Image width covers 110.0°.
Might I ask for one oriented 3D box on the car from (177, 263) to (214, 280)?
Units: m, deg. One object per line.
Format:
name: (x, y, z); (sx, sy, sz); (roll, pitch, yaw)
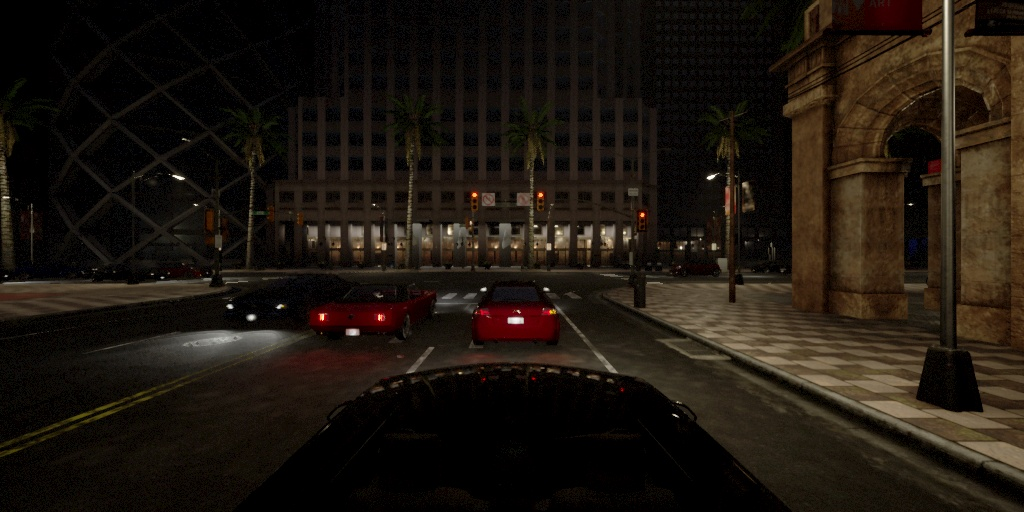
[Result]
car: (-28.586, 1.314, 31.202); (4.181, 1.385, 1.994); (0, 0, -3)

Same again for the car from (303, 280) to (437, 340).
car: (-3.417, 1.351, 9.939); (1.895, 1.301, 4.718); (0, 0, 0)

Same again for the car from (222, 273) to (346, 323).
car: (-7.134, 1.297, 12.454); (2.033, 1.411, 5.357); (0, 0, 0)

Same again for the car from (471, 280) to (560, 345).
car: (0.082, 1.314, 9.476); (1.994, 1.385, 4.181); (0, 0, 0)

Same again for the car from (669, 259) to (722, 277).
car: (17.817, 1.102, 35.066); (4.553, 1.767, 2.097); (0, 0, 0)

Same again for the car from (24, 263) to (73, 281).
car: (-38.072, 1.276, 29.928); (4.674, 1.442, 1.812); (0, 0, -17)

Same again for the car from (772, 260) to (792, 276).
car: (28.881, 1.242, 35.032); (4.902, 1.511, 2.128); (0, 0, 0)

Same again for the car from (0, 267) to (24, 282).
car: (-39.301, 1.314, 25.848); (4.181, 1.385, 1.994); (0, 0, -22)

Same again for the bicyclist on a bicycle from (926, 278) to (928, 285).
bicyclist on a bicycle: (24.678, 1.051, 20.563); (0.582, 1.620, 1.656); (0, 0, 0)

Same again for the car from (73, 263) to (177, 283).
car: (-29.880, 1.298, 27.823); (5.357, 1.411, 2.033); (0, 0, -2)
